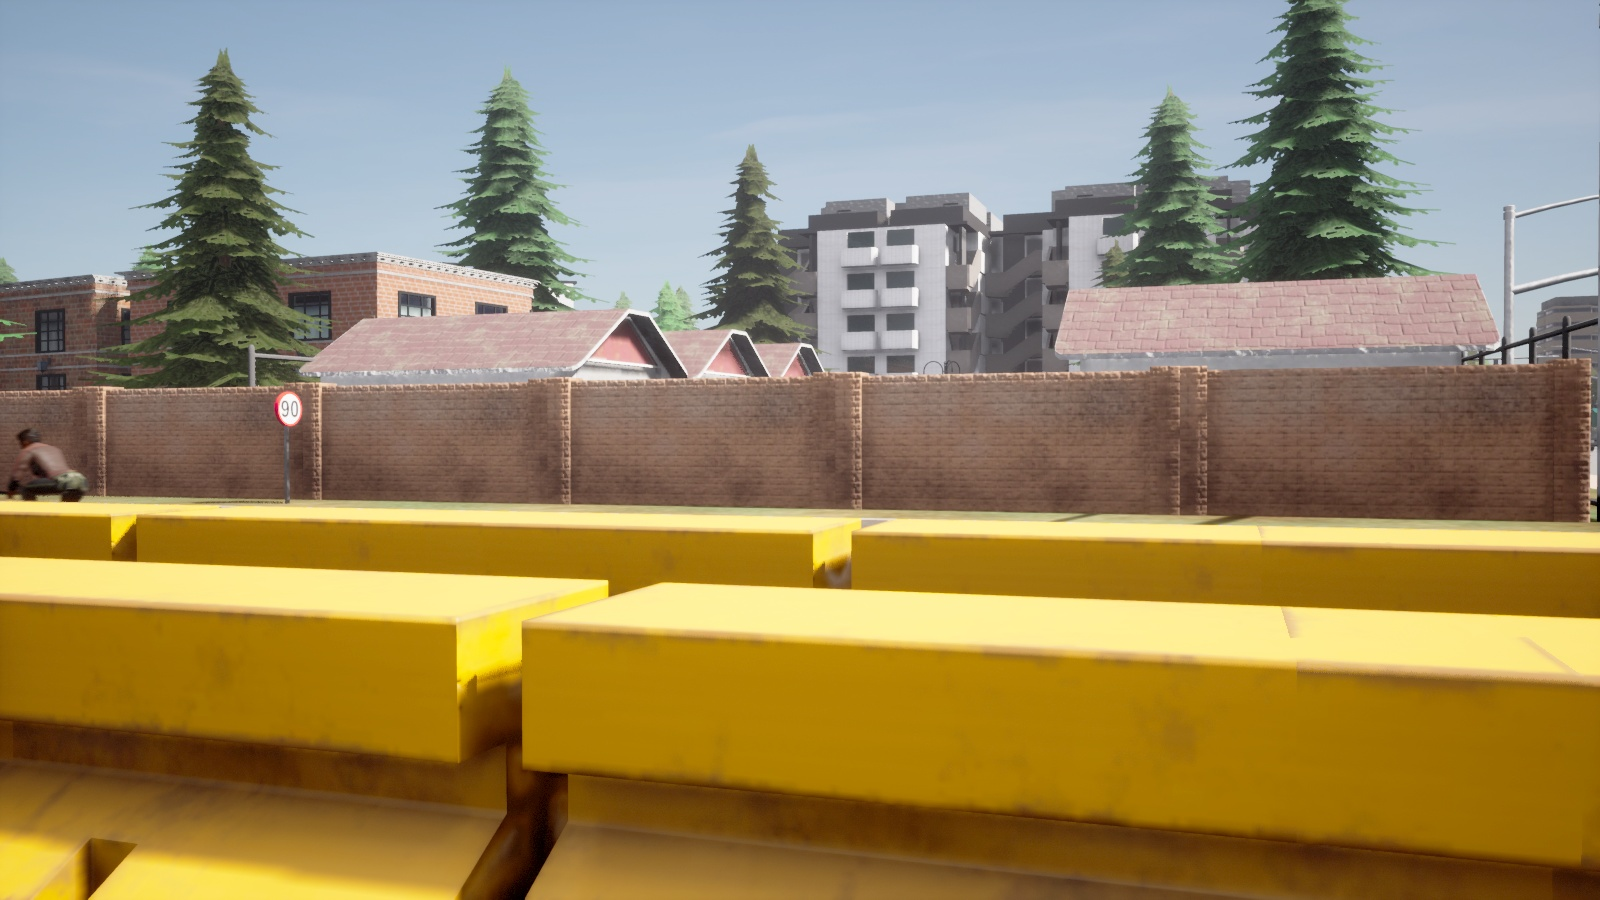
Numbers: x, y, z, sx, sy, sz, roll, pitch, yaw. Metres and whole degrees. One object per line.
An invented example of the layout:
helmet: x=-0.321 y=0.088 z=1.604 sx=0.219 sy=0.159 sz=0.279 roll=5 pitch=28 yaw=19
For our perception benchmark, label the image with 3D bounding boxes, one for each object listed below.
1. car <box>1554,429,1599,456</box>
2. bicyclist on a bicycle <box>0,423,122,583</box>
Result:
car: x=50.152 y=-0.497 z=80.589 sx=2.152 sy=1.651 sz=5.027 roll=1 pitch=1 yaw=20
bicyclist on a bicycle: x=-8.074 y=0.536 z=13.295 sx=1.656 sy=1.620 sz=0.582 roll=0 pitch=1 yaw=19
